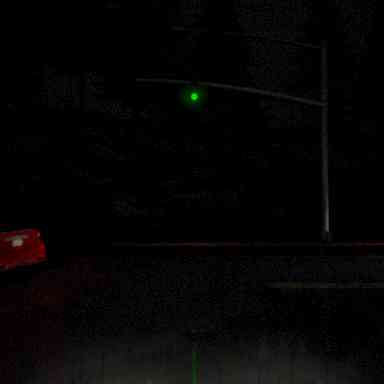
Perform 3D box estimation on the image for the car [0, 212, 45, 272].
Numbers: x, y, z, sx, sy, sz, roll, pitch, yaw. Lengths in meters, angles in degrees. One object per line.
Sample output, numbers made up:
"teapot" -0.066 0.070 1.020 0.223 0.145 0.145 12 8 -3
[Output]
"car" -6.455 1.308 9.290 4.553 1.767 2.097 0 0 21
